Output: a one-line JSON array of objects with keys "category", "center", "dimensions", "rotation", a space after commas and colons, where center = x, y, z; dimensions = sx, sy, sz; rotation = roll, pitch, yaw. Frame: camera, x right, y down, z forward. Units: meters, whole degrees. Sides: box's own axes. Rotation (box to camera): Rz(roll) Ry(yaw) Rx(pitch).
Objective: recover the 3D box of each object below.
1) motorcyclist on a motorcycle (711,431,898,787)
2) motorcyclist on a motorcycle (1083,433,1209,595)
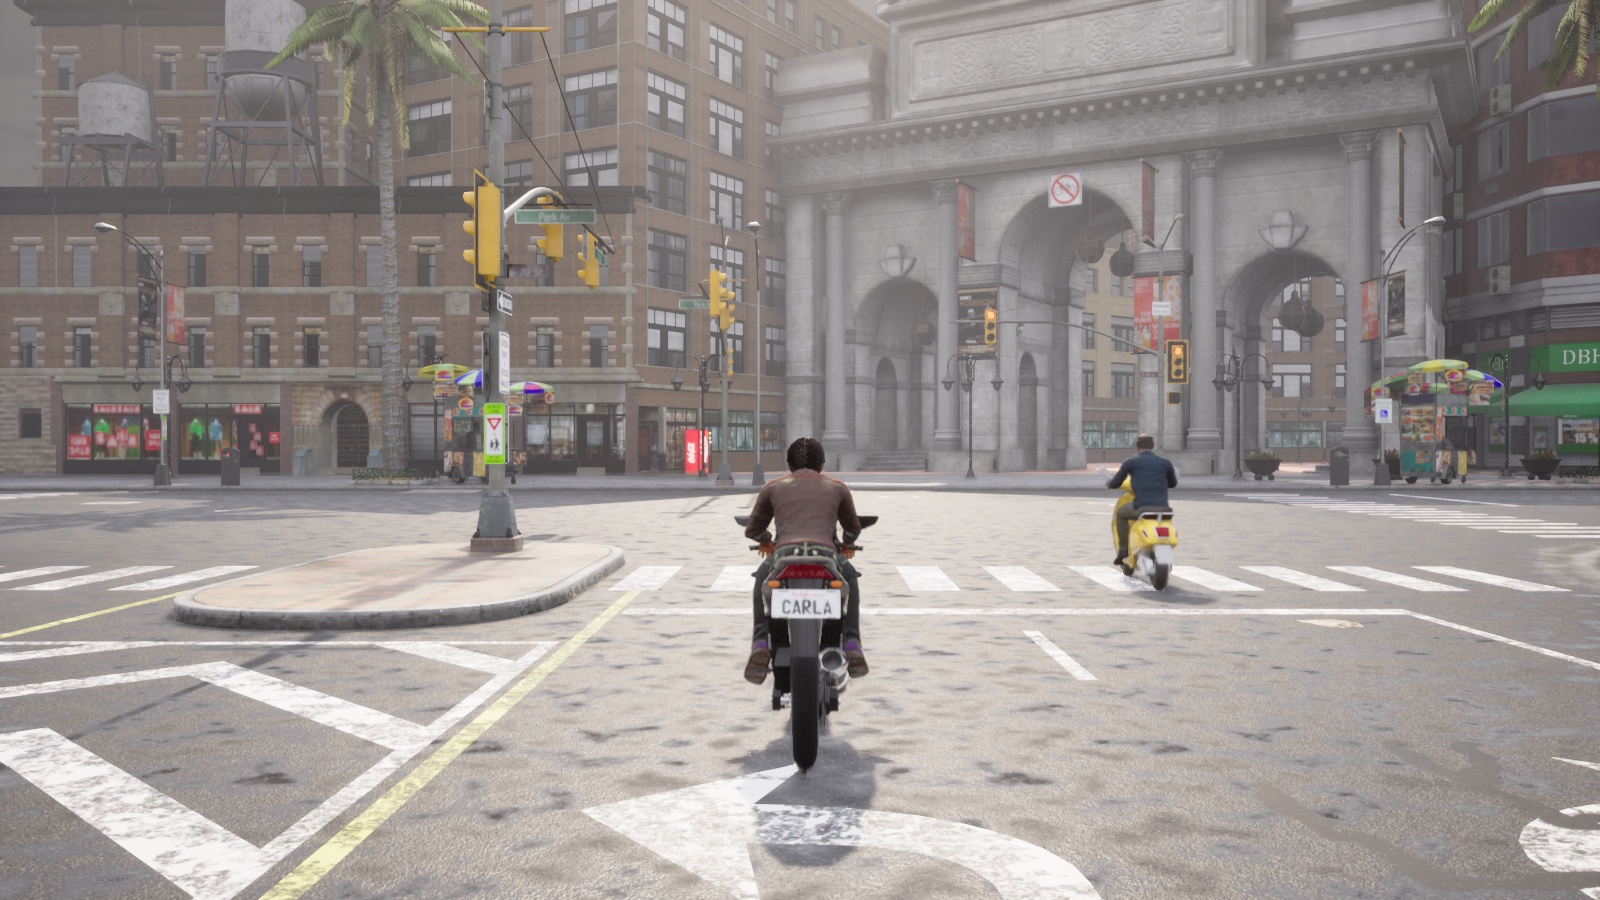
[{"category": "motorcyclist on a motorcycle", "center": [0.029, 0.691, 6.417], "dimensions": [0.797, 1.523, 2.044], "rotation": [0, -1, 1]}, {"category": "motorcyclist on a motorcycle", "center": [3.630, 0.629, 13.340], "dimensions": [0.866, 1.590, 1.817], "rotation": [0, 0, 2]}]
